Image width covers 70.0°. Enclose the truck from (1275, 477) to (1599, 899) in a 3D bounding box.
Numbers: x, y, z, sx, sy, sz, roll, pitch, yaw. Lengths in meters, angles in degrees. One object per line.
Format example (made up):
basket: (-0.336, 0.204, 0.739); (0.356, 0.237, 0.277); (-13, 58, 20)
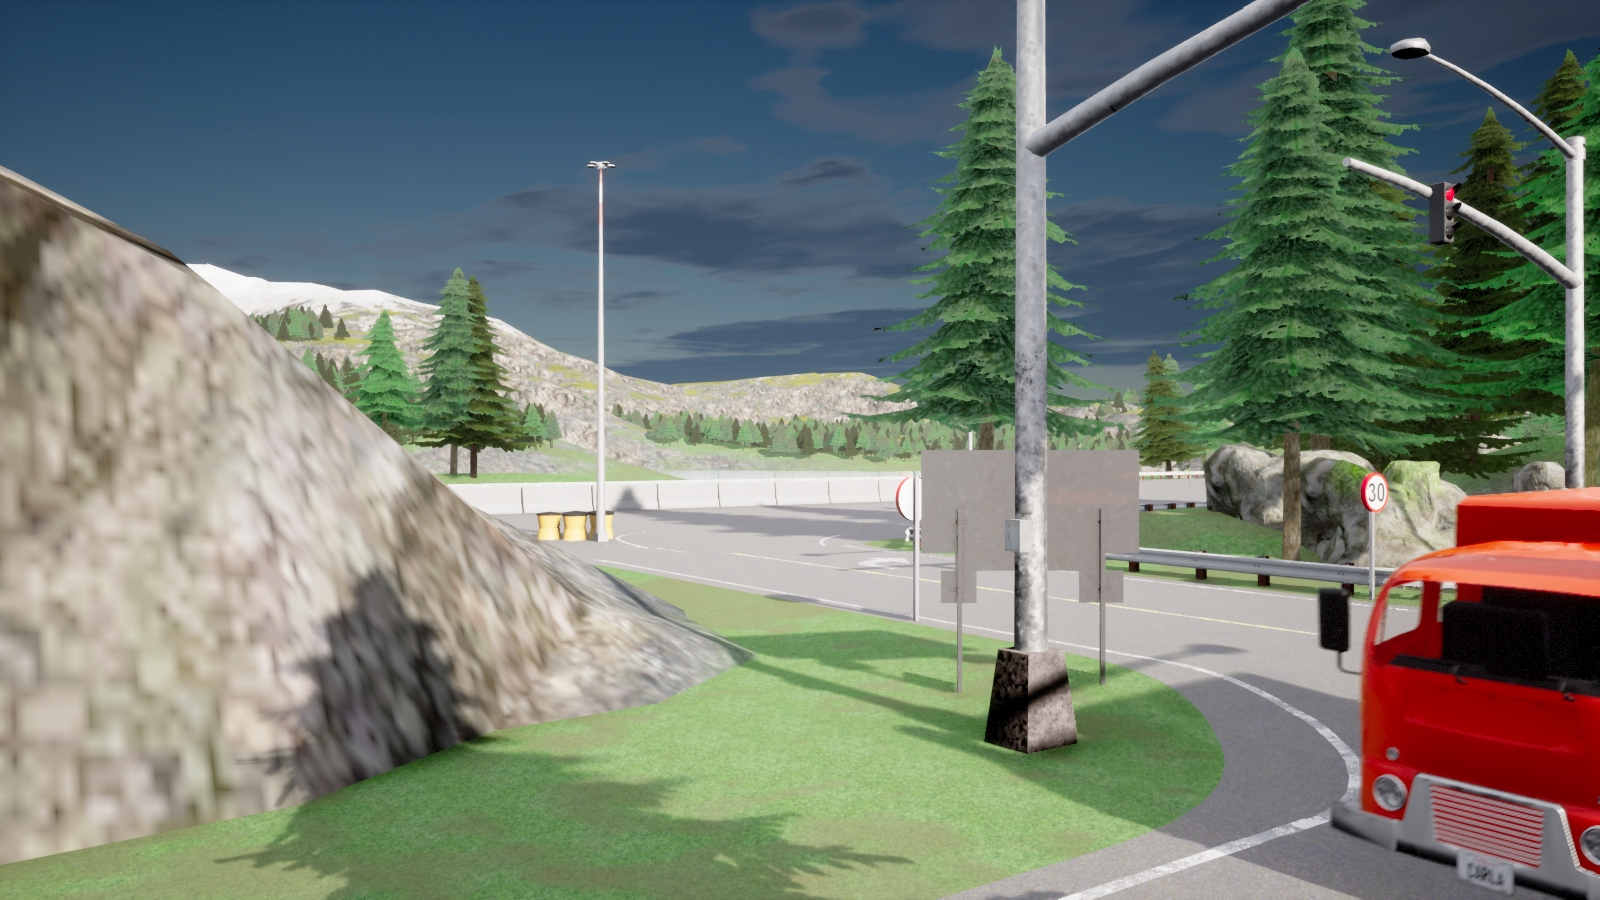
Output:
truck: (6.081, 1.533, 8.020); (5.204, 2.467, 2.627); (-1, 1, -34)
